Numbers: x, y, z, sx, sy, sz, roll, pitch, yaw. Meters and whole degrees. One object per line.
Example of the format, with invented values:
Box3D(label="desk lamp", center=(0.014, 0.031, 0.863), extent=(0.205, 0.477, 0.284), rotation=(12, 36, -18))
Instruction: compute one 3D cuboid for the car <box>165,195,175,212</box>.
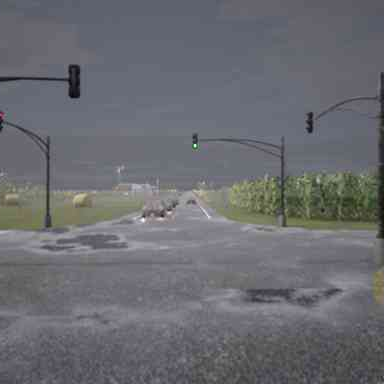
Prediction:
Box3D(label="car", center=(-3.704, 1.606, 43.536), extent=(2.097, 1.767, 4.553), rotation=(0, 0, 0))

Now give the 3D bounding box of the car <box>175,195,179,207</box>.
Box3D(label="car", center=(-3.720, 1.524, 53.749), extent=(2.150, 2.045, 5.566), rotation=(0, 0, 0))

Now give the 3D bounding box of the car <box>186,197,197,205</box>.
Box3D(label="car", center=(-0.108, 1.856, 65.669), extent=(1.837, 1.490, 4.892), rotation=(0, 0, 0))

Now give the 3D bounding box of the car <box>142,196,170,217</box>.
Box3D(label="car", center=(-3.711, 1.553, 33.440), extent=(2.097, 1.767, 4.553), rotation=(0, 0, 0))

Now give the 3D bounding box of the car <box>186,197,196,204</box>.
Box3D(label="car", center=(-0.185, 1.846, 75.973), extent=(2.128, 1.511, 4.902), rotation=(0, 0, 0))

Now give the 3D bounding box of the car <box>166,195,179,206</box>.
Box3D(label="car", center=(-3.700, 1.569, 64.520), extent=(2.150, 2.045, 5.566), rotation=(0, 0, 0))
